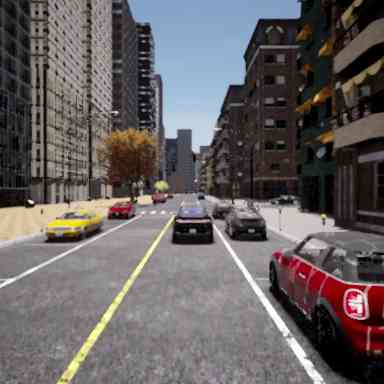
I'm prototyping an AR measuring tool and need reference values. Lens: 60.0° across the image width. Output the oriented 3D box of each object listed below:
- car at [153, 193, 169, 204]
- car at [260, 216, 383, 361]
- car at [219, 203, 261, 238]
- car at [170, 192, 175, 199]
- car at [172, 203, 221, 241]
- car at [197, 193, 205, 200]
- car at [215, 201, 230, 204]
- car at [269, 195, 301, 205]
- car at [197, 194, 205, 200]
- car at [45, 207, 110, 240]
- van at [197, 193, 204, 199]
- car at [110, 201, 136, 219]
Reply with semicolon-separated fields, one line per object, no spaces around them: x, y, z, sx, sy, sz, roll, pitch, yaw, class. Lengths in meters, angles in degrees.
-5.921;1.132;60.384;2.192;1.841;5.009;0;0;0;car
2.672;1.413;5.899;1.967;1.590;4.097;0;0;0;car
2.630;1.483;16.964;2.008;1.369;4.403;0;0;0;car
-6.049;1.308;93.523;1.947;1.339;4.313;0;0;0;car
0.033;1.429;16.344;2.128;1.511;4.902;0;0;0;car
2.375;1.315;82.509;1.947;1.339;4.313;0;0;0;car
2.586;1.445;28.030;2.008;1.369;4.403;0;0;0;car
13.247;1.157;47.477;4.403;1.369;2.008;-1;1;-1;car
2.352;1.263;88.201;1.752;1.417;4.829;0;0;0;car
-5.750;1.473;16.762;1.752;1.417;4.829;0;0;0;car
2.331;1.069;93.554;1.690;1.788;3.998;0;0;0;van
-5.794;1.454;27.997;1.887;1.381;4.507;0;0;0;car
